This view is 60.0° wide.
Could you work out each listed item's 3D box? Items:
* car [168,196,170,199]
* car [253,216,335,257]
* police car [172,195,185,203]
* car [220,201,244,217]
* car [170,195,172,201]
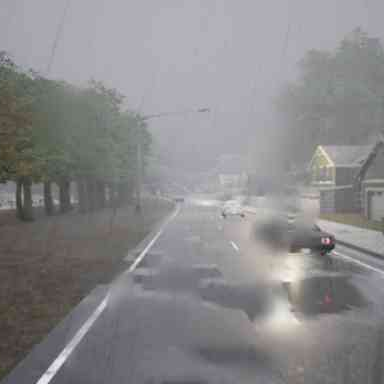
[{"bbox_3d":[-4.494,1.625,87.491,1.812,1.442,4.674,0,0,-8],"label":"car"},{"bbox_3d":[3.601,1.569,12.741,1.895,1.301,4.718,0,0,0],"label":"car"},{"bbox_3d":[-2.679,1.533,71.675,1.930,1.638,5.238,0,0,-5],"label":"police car"},{"bbox_3d":[3.603,1.518,30.523,1.812,1.442,4.674,0,0,0],"label":"car"},{"bbox_3d":[-3.730,1.611,81.528,1.837,1.490,4.892,0,0,-7],"label":"car"}]
